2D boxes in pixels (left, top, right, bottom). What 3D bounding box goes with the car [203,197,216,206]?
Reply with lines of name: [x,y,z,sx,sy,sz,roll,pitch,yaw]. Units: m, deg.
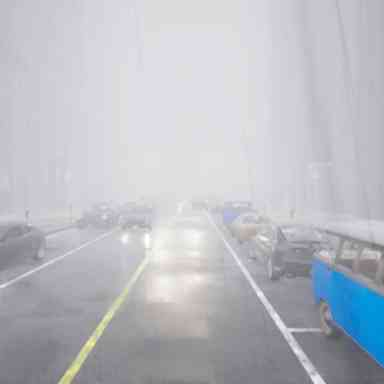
car: [2.761,1.539,54.696,1.887,1.381,4.507,0,0,0]

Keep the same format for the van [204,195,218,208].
van: [2.762,1.335,49.059,1.690,1.788,3.998,0,0,0]

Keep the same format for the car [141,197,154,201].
car: [-5.763,1.538,37.776,1.887,1.381,4.507,0,0,0]

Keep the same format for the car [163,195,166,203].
car: [-5.763,1.434,54.686,1.967,1.590,4.097,0,0,0]

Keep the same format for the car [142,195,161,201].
car: [-5.762,1.309,43.413,2.192,1.841,5.009,0,0,0]

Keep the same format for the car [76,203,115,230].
car: [-5.761,1.434,20.868,1.967,1.590,4.097,0,0,0]

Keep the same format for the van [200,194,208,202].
van: [2.761,1.336,77.243,1.690,1.788,3.998,0,0,0]

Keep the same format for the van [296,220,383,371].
van: [2.766,1.339,3.966,1.690,1.788,3.998,0,0,0]

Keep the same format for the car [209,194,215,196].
car: [2.762,1.434,43.423,1.967,1.590,4.097,0,0,0]

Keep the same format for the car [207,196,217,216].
car: [2.763,1.434,32.149,1.967,1.590,4.097,0,0,0]

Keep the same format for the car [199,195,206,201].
car: [2.759,1.562,88.517,1.947,1.339,4.313,0,0,0]

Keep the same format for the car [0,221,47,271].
car: [-5.760,1.562,9.596,1.947,1.339,4.313,0,0,0]

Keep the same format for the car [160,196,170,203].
car: [-5.765,1.520,71.425,1.752,1.417,4.829,0,0,0]

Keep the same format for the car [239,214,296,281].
car: [2.765,1.547,9.603,2.008,1.369,4.403,0,0,0]

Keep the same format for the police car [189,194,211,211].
police car: [0.897,1.419,40.603,1.930,1.638,5.238,0,0,0]

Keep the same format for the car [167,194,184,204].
car: [-3.019,1.542,62.823,2.033,1.411,5.357,0,0,0]

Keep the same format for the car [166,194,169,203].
car: [-5.764,1.545,65.958,2.008,1.369,4.403,0,0,0]

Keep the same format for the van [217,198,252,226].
van: [2.764,1.335,20.876,1.690,1.788,3.998,0,0,0]

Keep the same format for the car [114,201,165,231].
car: [-3.102,1.541,20.823,2.033,1.411,5.357,0,0,0]

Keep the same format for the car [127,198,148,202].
car: [-5.762,1.559,32.140,1.947,1.339,4.313,0,0,0]

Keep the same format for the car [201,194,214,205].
car: [2.762,1.309,60.333,2.192,1.841,5.009,0,0,0]

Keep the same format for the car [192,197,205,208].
car: [0.897,1.499,50.494,1.837,1.490,4.892,0,0,0]

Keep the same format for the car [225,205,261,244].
car: [2.764,1.520,15.409,1.752,1.417,4.829,0,0,0]

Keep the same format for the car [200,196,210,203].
car: [2.760,1.561,71.606,1.947,1.339,4.313,0,0,0]

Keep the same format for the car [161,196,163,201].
car: [-5.763,1.560,49.049,1.947,1.339,4.313,0,0,0]

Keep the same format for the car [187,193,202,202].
car: [0.646,1.346,56.373,2.097,1.767,4.553,0,0,-5]
